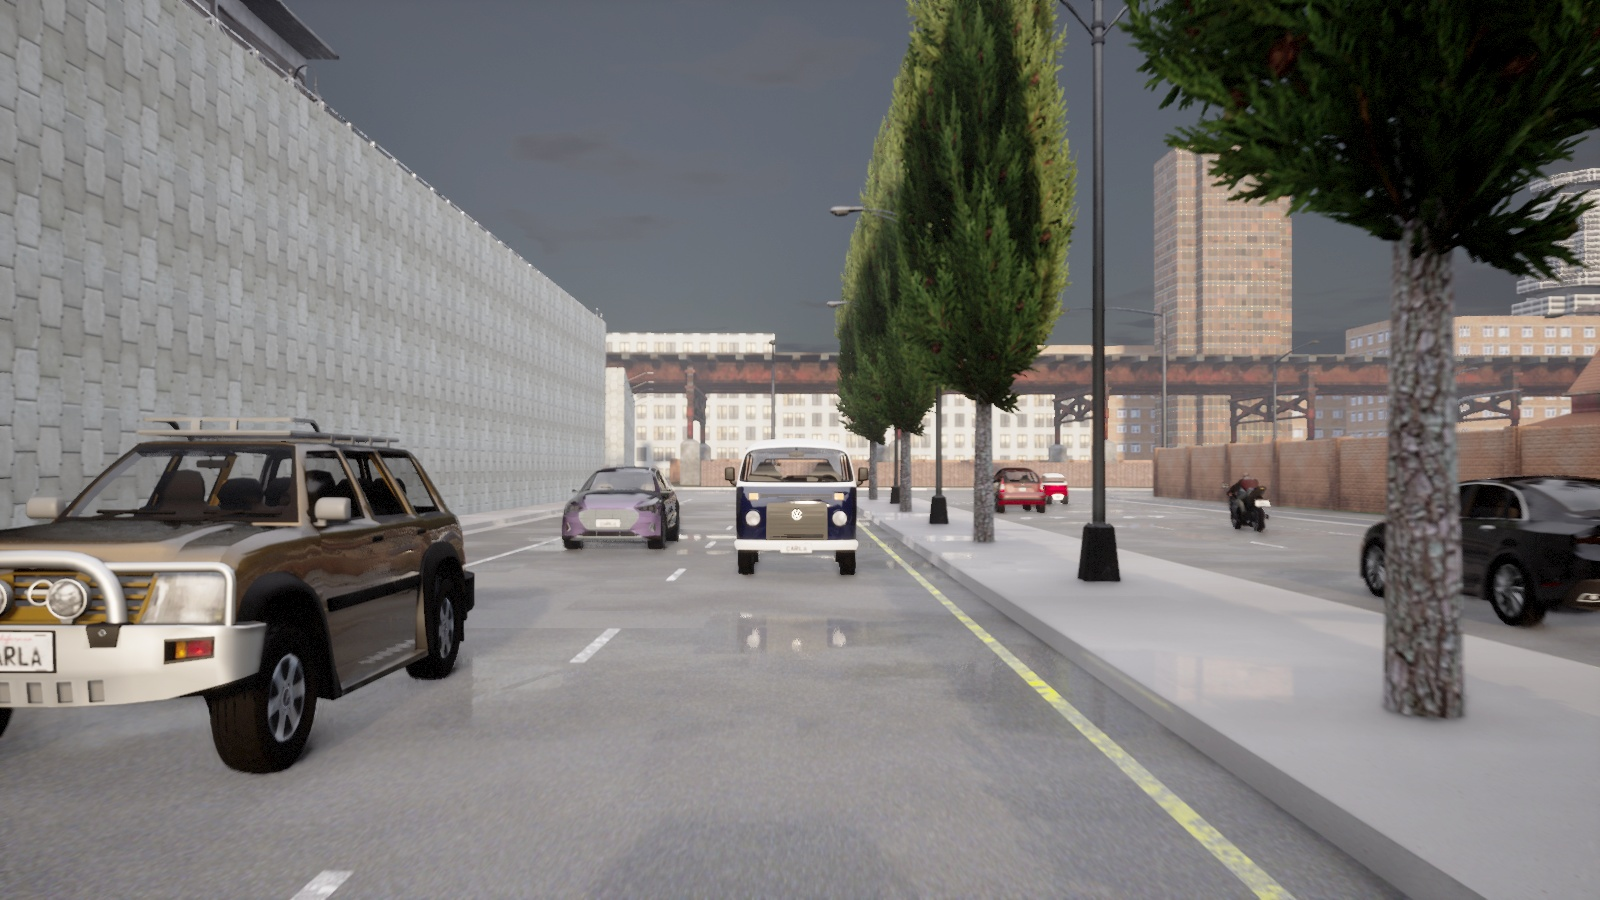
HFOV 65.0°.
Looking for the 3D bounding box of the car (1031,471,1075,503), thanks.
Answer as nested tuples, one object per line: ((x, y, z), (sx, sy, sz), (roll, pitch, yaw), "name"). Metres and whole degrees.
((11.366, 1.659, 56.506), (1.481, 1.376, 2.207), (0, -1, 0), "car")

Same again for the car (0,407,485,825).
((-3.534, 0.776, 7.902), (1.932, 1.855, 4.605), (0, -1, 0), "car")

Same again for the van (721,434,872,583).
((-0.050, 0.838, 19.581), (2.069, 2.038, 4.480), (0, -1, 0), "van")

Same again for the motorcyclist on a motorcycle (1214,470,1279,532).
((11.418, 1.269, 32.213), (0.866, 1.530, 2.191), (0, -1, 0), "motorcyclist on a motorcycle")

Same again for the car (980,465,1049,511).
((7.888, 1.373, 46.526), (1.851, 1.617, 3.988), (0, -1, 0), "car")

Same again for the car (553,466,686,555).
((-3.563, 1.162, 25.732), (2.033, 1.649, 4.856), (0, -1, 0), "car")

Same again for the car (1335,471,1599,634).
((7.965, 0.984, 14.056), (1.837, 1.490, 4.892), (0, -1, 0), "car")
